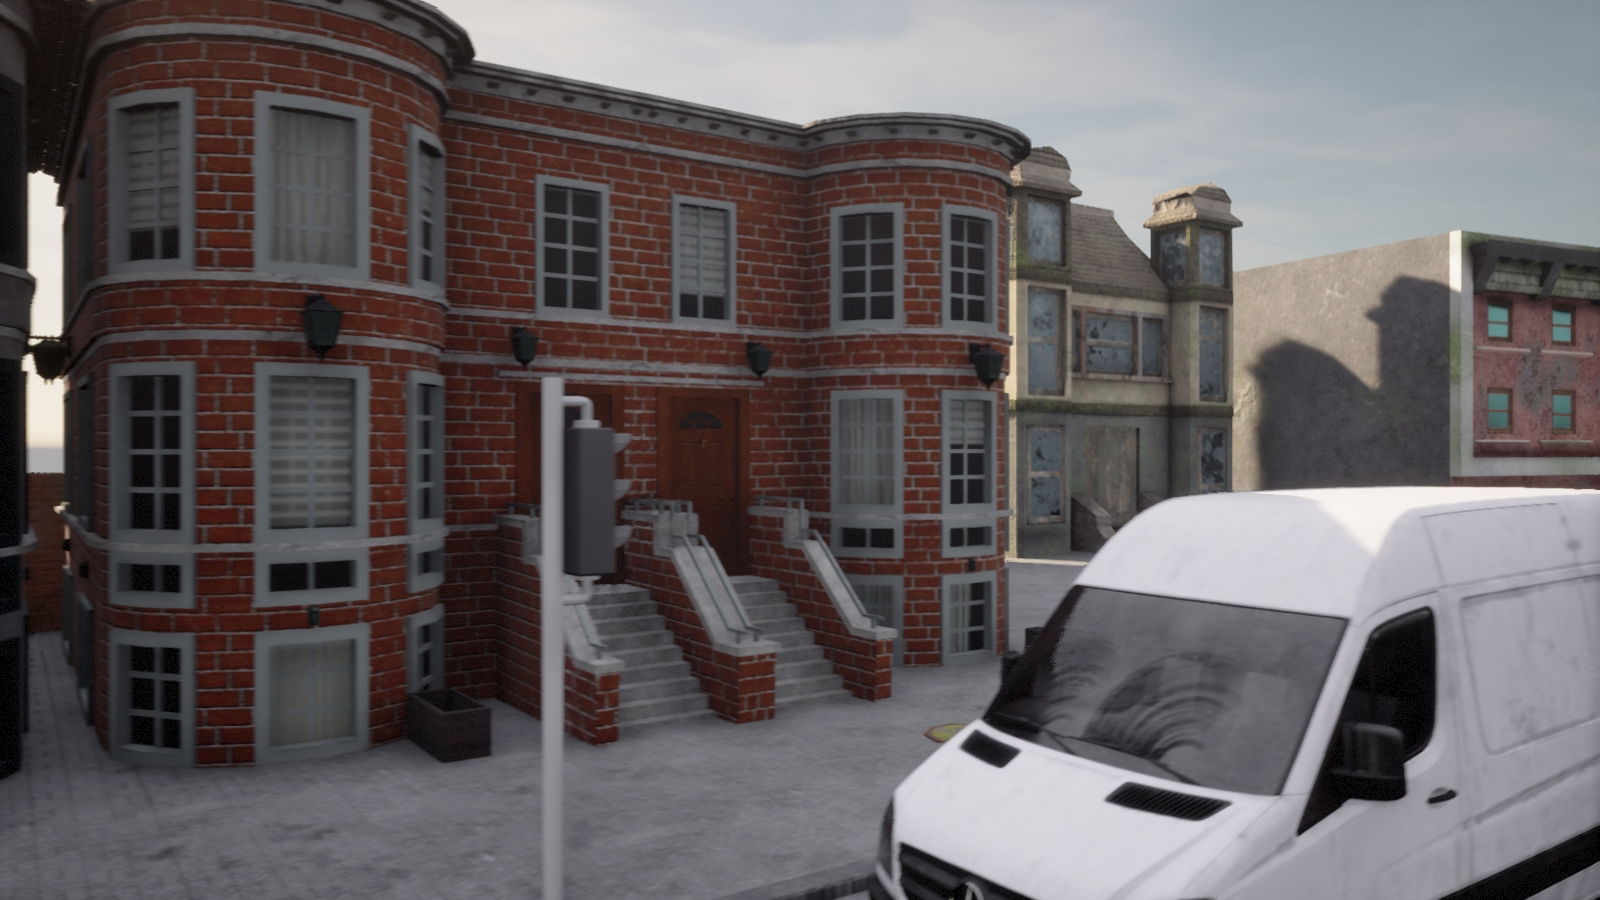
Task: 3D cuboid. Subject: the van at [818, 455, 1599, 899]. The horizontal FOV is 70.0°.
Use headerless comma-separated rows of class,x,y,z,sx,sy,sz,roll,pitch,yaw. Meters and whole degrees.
van,3.082,1.315,6.566,5.915,2.561,1.988,0,0,-35
